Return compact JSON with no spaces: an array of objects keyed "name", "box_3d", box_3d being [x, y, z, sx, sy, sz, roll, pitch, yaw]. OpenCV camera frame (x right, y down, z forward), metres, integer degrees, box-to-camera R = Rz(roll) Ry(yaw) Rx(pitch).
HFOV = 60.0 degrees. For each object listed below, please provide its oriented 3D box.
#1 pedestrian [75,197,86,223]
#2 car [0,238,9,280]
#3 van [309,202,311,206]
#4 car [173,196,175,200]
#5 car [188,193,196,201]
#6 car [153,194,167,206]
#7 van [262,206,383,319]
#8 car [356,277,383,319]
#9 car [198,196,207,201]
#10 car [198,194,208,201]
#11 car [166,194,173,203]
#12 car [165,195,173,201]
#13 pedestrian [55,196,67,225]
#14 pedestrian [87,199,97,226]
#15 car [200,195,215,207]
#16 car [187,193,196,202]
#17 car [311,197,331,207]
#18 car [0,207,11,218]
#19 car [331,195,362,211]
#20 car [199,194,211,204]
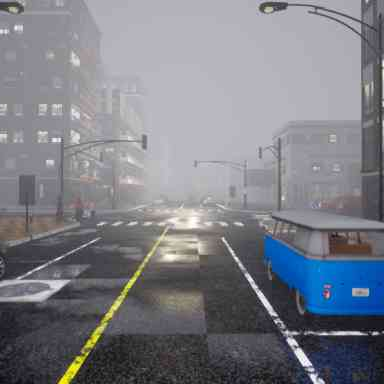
[{"name":"pedestrian","box_3d":[-7.575,1.139,22.383,0.375,1.860,0.375,0,0,0]},{"name":"car","box_3d":[-5.692,1.567,7.107,1.947,1.339,4.313,0,0,0]},{"name":"van","box_3d":[14.877,1.424,36.365,3.998,1.788,1.690,0,0,0]},{"name":"car","box_3d":[-5.737,1.627,79.563,2.008,1.369,4.403,0,0,0]},{"name":"car","box_3d":[-0.054,1.209,88.711,2.150,2.045,5.566,0,0,0]},{"name":"car","box_3d":[-5.723,1.566,57.236,1.752,1.417,4.829,0,0,0]},{"name":"van","box_3d":[2.656,1.342,7.086,1.690,1.788,3.998,0,0,0]},{"name":"car","box_3d":[2.659,1.582,1.397,1.802,1.307,4.206,0,0,0]},{"name":"car","box_3d":[2.640,1.638,85.108,2.008,1.369,4.403,0,0,0]},{"name":"car","box_3d":[2.654,1.630,62.952,1.802,1.307,4.206,0,0,0]},{"name":"car","box_3d":[-5.729,1.372,68.485,2.192,1.841,5.009,0,0,0]},{"name":"car","box_3d":[-5.740,1.613,84.933,1.752,1.417,4.829,0,0,0]},{"name":"pedestrian","box_3d":[-8.407,1.147,21.184,0.375,1.860,0.375,0,0,0]},{"name":"pedestrian","box_3d":[-6.478,1.300,21.773,0.375,1.860,0.375,0,0,0]},{"name":"car","box_3d":[2.661,1.559,52.043,1.752,1.417,4.829,0,0,0]},{"name":"car","box_3d":[-0.048,1.430,78.648,2.097,1.767,4.553,0,0,0]},{"name":"car","box_3d":[15.471,1.294,33.775,5.566,2.045,2.150,0,0,0]},{"name":"car","box_3d":[-17.483,1.533,27.886,4.206,1.307,1.802,0,0,0]},{"name":"car","box_3d":[14.905,1.357,27.986,5.009,1.841,2.192,0,0,0]},{"name":"car","box_3d":[2.651,1.372,68.491,2.192,1.841,5.009,0,0,0]}]
